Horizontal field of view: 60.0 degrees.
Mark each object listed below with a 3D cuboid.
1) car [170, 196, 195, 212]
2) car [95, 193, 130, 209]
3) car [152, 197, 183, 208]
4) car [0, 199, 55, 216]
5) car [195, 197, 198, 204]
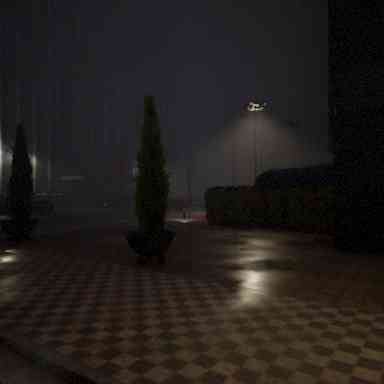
[{"bbox_3d":[-2.094,1.477,39.580,1.882,1.535,5.008,0,0,35],"label":"car"},{"bbox_3d":[-10.722,1.220,45.900,2.150,2.045,5.566,0,0,35],"label":"car"},{"bbox_3d":[-3.617,1.505,49.951,1.837,1.490,4.892,0,0,35],"label":"car"},{"bbox_3d":[-15.884,1.499,32.358,1.837,1.490,4.892,0,1,35],"label":"car"},{"bbox_3d":[-0.876,1.439,59.888,2.128,1.511,4.902,0,0,35],"label":"car"}]
